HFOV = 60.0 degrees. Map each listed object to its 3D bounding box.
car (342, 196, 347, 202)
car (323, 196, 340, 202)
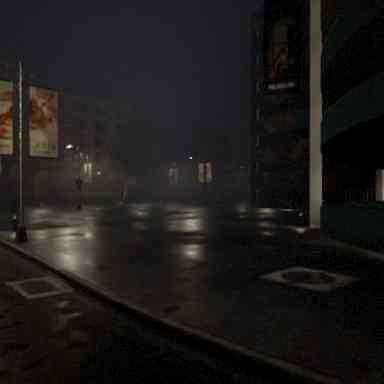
[{"bbox_3d":[22.189,1.392,51.035,4.786,1.482,2.161,0,0,-41],"label":"car"},{"bbox_3d":[15.626,1.301,39.959,4.674,1.452,2.002,0,0,-41],"label":"car"}]
